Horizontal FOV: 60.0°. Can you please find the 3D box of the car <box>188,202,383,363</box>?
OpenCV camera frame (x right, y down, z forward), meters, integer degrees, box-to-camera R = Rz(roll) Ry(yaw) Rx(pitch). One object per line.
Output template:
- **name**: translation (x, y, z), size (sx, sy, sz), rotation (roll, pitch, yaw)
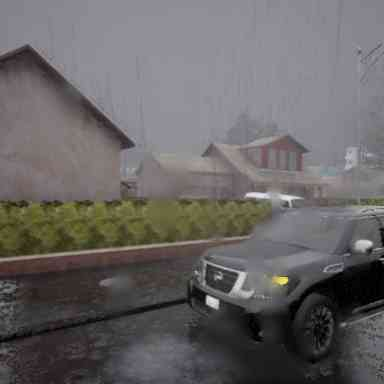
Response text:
- **car**: translation (2.635, 1.292, 6.304), size (5.566, 2.045, 2.150), rotation (1, -1, -32)
